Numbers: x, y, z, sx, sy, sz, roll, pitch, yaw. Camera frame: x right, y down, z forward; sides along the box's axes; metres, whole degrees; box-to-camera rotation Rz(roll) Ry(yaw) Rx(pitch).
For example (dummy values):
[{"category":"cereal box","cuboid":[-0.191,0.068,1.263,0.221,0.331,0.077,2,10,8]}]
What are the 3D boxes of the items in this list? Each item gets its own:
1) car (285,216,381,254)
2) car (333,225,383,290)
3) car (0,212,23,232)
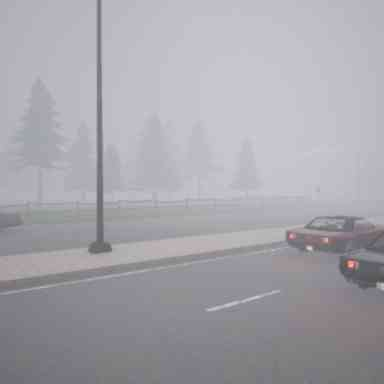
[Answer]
[{"category":"car","cuboid":[5.636,1.533,12.218,4.718,1.301,1.895,0,0,-37]},{"category":"car","cuboid":[5.552,1.548,7.802,4.718,1.301,1.895,0,0,-36]},{"category":"car","cuboid":[-12.181,1.546,18.039,5.357,1.411,2.033,0,0,-35]}]
